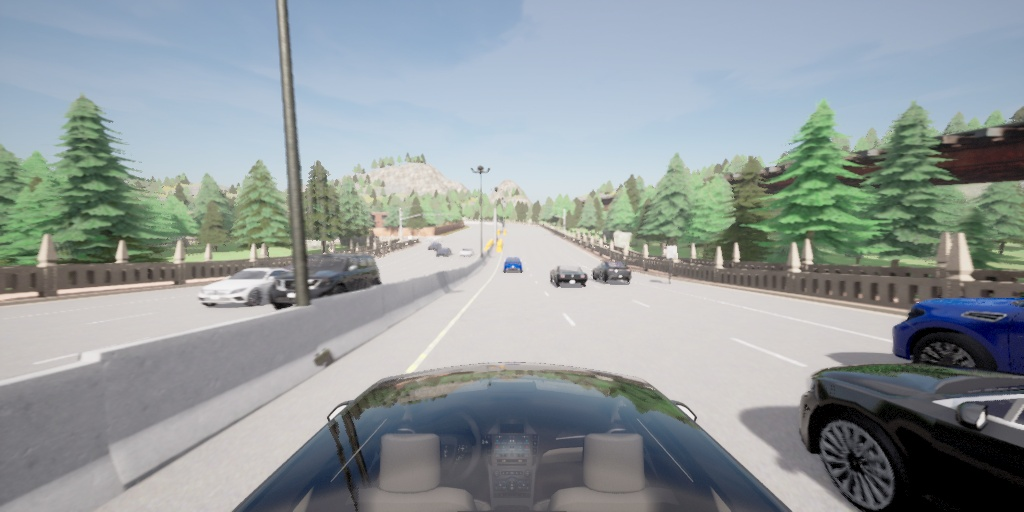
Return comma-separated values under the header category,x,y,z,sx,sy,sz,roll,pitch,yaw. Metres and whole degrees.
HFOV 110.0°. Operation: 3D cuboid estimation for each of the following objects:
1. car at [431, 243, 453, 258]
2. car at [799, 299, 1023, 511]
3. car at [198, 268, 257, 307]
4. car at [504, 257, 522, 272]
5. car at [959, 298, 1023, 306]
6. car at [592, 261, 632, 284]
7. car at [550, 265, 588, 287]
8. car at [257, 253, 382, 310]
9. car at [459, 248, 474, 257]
category,x,y,z,sx,sy,sz,roll,pitch,yaw
car,-10.544,-0.634,55.949,2.033,1.411,5.357,0,7,1
car,3.600,1.243,1.354,2.128,1.511,4.902,0,0,0
car,-10.607,1.214,15.131,1.812,1.442,4.674,0,0,0
car,0.106,0.793,38.216,1.882,1.535,5.008,0,3,0
car,7.101,0.963,3.234,2.150,2.045,5.566,0,0,0
car,7.104,1.128,25.904,2.128,1.511,4.902,0,0,0
car,3.604,1.249,23.631,1.895,1.301,4.718,0,0,0
car,-7.096,0.914,14.379,2.150,2.045,5.566,0,0,0
car,-7.046,-0.578,55.933,1.895,1.301,4.718,0,7,1
